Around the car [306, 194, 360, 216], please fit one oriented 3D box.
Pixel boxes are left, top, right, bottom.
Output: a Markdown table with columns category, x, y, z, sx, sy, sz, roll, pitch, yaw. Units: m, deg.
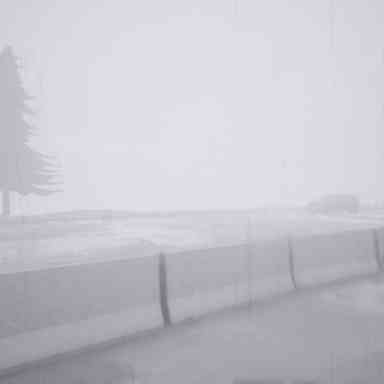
| category | x | y | z | sx | sy | sz | roll | pitch | yaw |
| --- | --- | --- | --- | --- | --- | --- | --- | --- | --- |
| car | 13.576 | 1.199 | 31.879 | 5.566 | 2.045 | 2.150 | 0 | 0 | -27 |
